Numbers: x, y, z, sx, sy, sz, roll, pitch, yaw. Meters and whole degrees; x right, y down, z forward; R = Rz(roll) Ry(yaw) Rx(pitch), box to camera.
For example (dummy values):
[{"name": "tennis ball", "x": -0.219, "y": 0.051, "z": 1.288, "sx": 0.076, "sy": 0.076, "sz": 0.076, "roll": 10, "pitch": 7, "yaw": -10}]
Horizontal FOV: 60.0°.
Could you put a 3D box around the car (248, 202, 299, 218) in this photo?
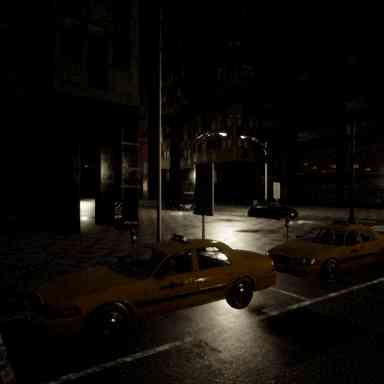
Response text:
[{"name": "car", "x": 6.445, "y": 1.511, "z": 26.702, "sx": 1.994, "sy": 1.385, "sz": 4.181, "roll": 0, "pitch": 0, "yaw": -35}]

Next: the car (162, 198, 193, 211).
[{"name": "car", "x": -1.774, "y": 1.430, "z": 38.142, "sx": 1.812, "sy": 1.442, "sz": 4.674, "roll": 0, "pitch": 0, "yaw": -36}]

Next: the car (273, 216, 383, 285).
[{"name": "car", "x": 4.099, "y": 1.527, "z": 9.546, "sx": 4.829, "sy": 1.417, "sz": 1.752, "roll": 0, "pitch": 0, "yaw": -35}]

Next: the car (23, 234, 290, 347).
[{"name": "car", "x": -0.469, "y": 1.526, "z": 6.303, "sx": 4.829, "sy": 1.417, "sz": 1.752, "roll": 0, "pitch": 0, "yaw": -35}]
